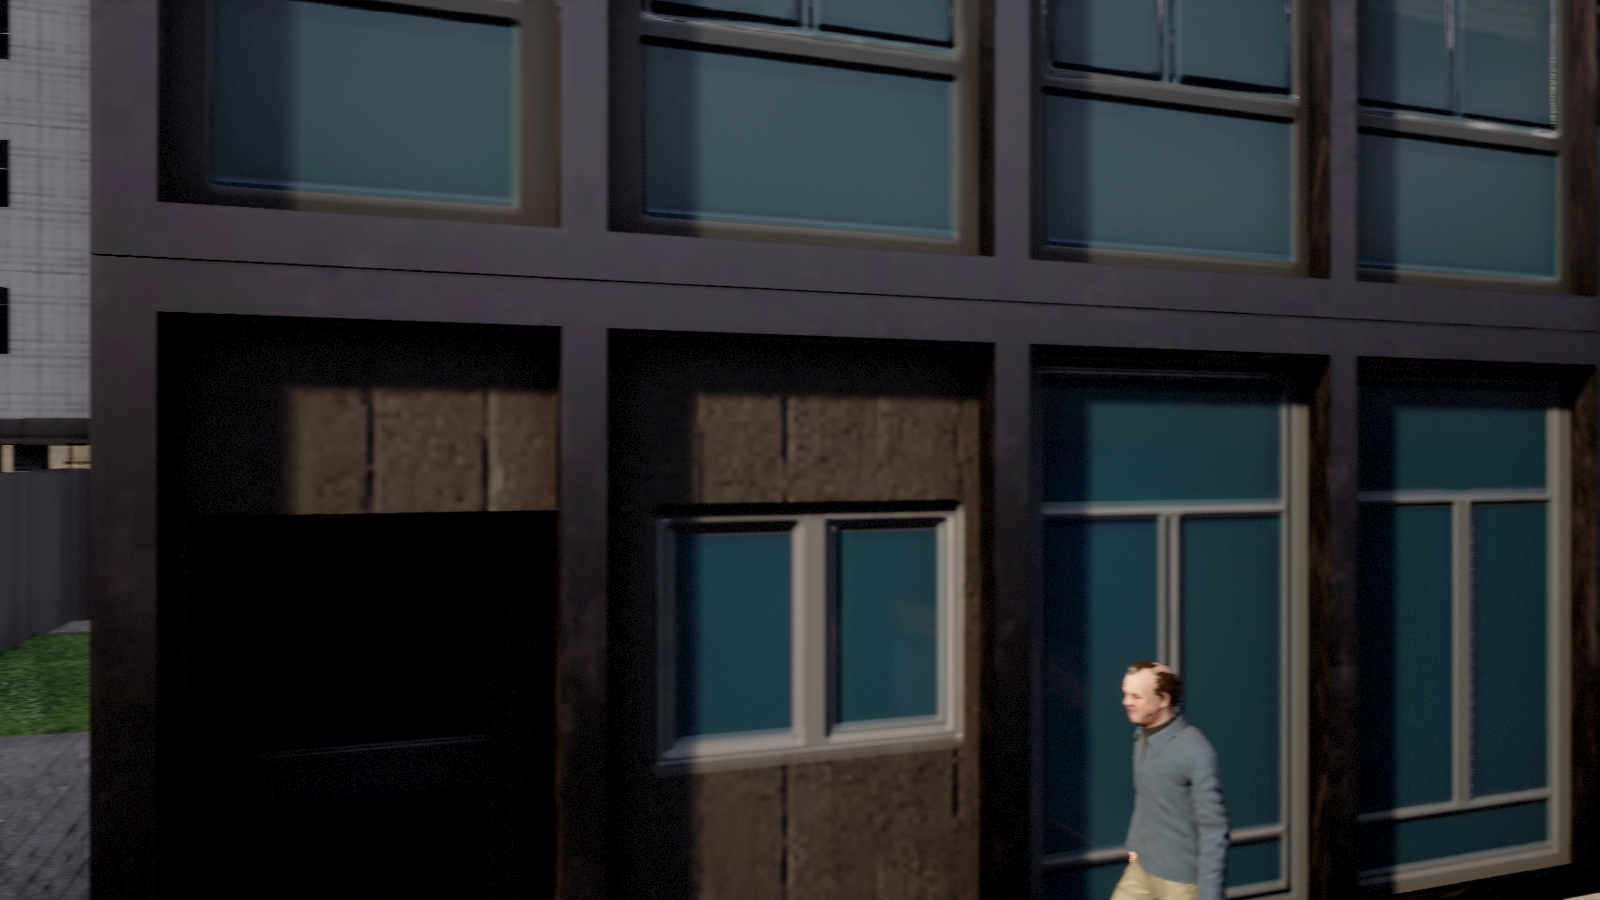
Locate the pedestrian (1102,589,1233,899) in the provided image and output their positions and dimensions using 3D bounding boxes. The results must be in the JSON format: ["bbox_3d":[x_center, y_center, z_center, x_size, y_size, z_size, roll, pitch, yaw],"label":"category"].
[{"bbox_3d":[1.490,1.525,4.659,0.375,1.860,0.375,0,0,-11],"label":"pedestrian"}]
